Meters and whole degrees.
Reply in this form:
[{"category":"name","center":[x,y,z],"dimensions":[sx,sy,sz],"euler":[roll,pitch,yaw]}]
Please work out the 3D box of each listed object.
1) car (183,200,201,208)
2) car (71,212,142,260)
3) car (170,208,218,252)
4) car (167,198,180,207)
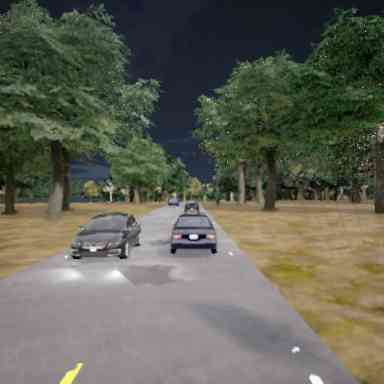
[{"category":"car","center":[-0.007,1.757,42.124],"dimensions":[1.837,1.490,4.892],"euler":[0,0,0]},{"category":"car","center":[-3.122,1.589,12.947],"dimensions":[1.837,1.490,4.892],"euler":[0,0,0]},{"category":"car","center":[0.063,1.640,14.244],"dimensions":[2.033,1.411,5.357],"euler":[0,0,0]},{"category":"car","center":[-3.188,1.817,57.898],"dimensions":[1.882,1.535,5.008],"euler":[0,0,0]}]
